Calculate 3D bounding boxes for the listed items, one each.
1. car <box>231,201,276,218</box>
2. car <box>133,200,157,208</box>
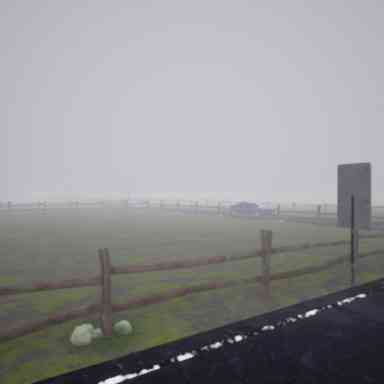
[{"bbox_3d":[5.913,1.684,32.510,1.882,1.535,5.008,0,0,-35],"label":"car"},{"bbox_3d":[-7.292,1.890,51.174,1.895,1.301,4.718,0,0,-35],"label":"car"}]
